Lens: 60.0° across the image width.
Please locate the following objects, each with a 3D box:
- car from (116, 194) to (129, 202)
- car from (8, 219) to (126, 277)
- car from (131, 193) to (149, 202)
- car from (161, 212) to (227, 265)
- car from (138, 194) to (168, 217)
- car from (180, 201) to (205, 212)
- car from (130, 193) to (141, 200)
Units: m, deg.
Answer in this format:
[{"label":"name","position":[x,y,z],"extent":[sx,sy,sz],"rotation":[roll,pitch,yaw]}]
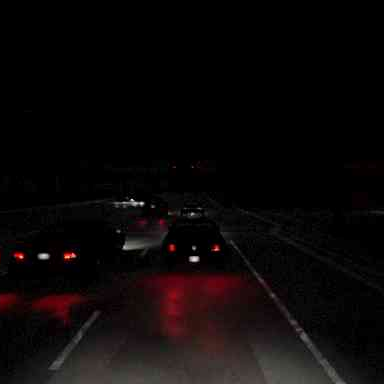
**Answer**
[{"label":"car","position":[-14.062,1.258,67.321],"extent":[1.837,1.490,4.892],"rotation":[0,1,0]},{"label":"car","position":[-3.430,1.545,10.222],"extent":[2.033,1.411,5.357],"rotation":[0,0,0]},{"label":"car","position":[-10.561,1.354,67.483],"extent":[1.895,1.301,4.718],"rotation":[0,1,0]},{"label":"car","position":[0.072,1.599,11.582],"extent":[1.895,1.301,4.718],"rotation":[0,0,0]},{"label":"car","position":[-3.437,1.339,31.448],"extent":[2.097,1.767,4.553],"rotation":[0,0,0]},{"label":"car","position":[0.059,1.482,28.119],"extent":[2.128,1.511,4.902],"rotation":[0,0,0]},{"label":"car","position":[-14.076,1.018,83.017],"extent":[2.128,1.511,4.902],"rotation":[0,1,0]}]
